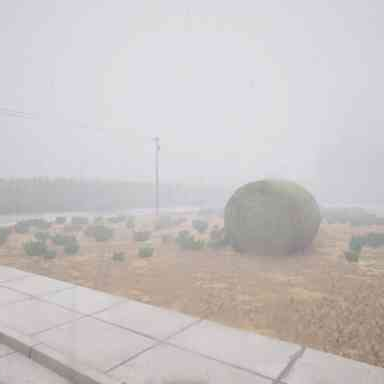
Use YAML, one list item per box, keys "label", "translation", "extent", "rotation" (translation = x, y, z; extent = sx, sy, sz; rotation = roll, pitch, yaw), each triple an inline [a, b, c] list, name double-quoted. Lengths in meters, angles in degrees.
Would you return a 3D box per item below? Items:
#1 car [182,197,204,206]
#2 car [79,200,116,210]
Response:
- label: "car"
  translation: [0.219, 1.554, 53.994]
  extent: [1.812, 1.442, 4.674]
  rotation: [0, 0, 33]
- label: "car"
  translation: [-10.544, 1.582, 37.455]
  extent: [1.994, 1.385, 4.181]
  rotation: [0, 0, 33]
